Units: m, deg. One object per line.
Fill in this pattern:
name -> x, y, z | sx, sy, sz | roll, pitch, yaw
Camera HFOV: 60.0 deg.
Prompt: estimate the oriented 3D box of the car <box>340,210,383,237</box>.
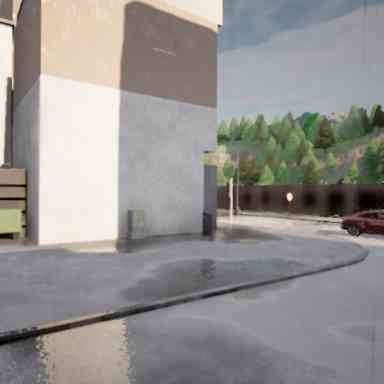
car -> 9.994, 1.661, 16.981 | 1.812, 1.442, 4.674 | 0, 0, -35
